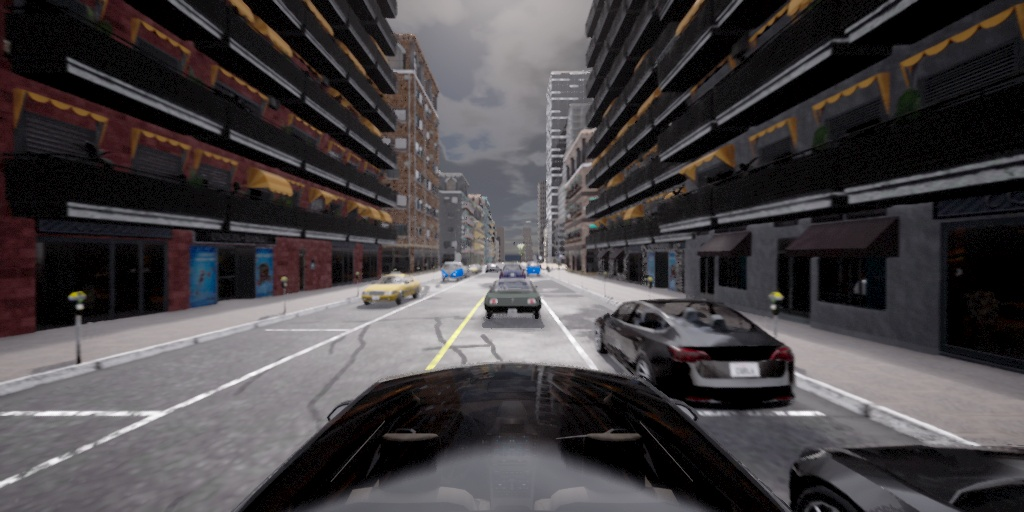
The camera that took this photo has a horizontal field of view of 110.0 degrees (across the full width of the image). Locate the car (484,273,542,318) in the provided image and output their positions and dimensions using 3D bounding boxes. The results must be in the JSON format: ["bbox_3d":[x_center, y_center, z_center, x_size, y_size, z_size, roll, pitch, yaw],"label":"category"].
[{"bbox_3d":[0.045,1.493,13.590,1.895,1.301,4.718,0,-1,1],"label":"car"}]

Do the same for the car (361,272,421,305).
[{"bbox_3d":[-5.688,1.466,17.392,1.751,1.417,4.829,0,0,0],"label":"car"}]

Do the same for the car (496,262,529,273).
[{"bbox_3d":[0.054,1.431,29.096,2.097,1.767,4.553,0,-1,0],"label":"car"}]

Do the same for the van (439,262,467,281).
[{"bbox_3d":[-5.684,1.487,34.553,1.690,1.789,3.998,0,0,0],"label":"van"}]

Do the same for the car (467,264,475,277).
[{"bbox_3d":[-5.682,1.766,40.216,2.007,1.370,4.403,0,0,0],"label":"car"}]

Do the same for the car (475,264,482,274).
[{"bbox_3d":[-5.679,1.879,51.373,1.751,1.417,4.829,0,0,0],"label":"car"}]

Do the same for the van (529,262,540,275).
[{"bbox_3d":[2.700,1.624,45.842,1.690,1.789,3.998,0,0,0],"label":"van"}]

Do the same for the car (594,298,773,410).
[{"bbox_3d":[2.690,1.369,6.200,1.948,1.339,4.313,0,0,0],"label":"car"}]

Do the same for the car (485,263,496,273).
[{"bbox_3d":[-3.035,1.971,55.791,1.994,1.385,4.181,0,-1,0],"label":"car"}]

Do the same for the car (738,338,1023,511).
[{"bbox_3d":[2.689,1.302,0.537,1.948,1.339,4.313,0,0,0],"label":"car"}]
